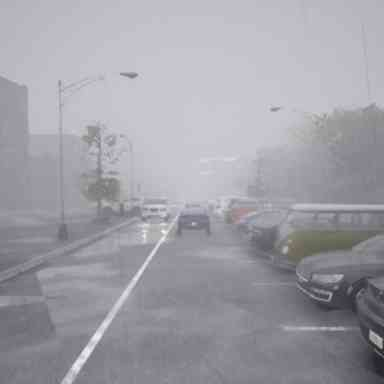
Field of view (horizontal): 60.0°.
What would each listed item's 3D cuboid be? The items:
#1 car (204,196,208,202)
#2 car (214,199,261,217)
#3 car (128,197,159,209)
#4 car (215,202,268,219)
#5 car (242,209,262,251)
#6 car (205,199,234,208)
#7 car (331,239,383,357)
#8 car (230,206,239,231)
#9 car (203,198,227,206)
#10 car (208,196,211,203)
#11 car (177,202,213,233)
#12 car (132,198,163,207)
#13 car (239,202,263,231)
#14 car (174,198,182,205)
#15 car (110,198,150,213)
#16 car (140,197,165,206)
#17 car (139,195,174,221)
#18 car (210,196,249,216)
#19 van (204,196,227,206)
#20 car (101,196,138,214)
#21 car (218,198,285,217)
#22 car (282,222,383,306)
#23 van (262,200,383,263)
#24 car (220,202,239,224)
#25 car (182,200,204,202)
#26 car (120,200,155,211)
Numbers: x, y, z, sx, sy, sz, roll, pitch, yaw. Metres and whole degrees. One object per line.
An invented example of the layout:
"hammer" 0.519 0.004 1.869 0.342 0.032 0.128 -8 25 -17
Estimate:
"car" 4.632 1.600 48.729 5.566 2.045 2.435 0 0 0
"car" 4.689 1.620 34.760 4.553 1.767 2.185 0 0 0
"car" -7.700 1.762 53.297 4.553 1.767 2.185 0 0 0
"car" 4.686 1.754 31.965 4.792 1.488 2.163 0 0 0
"car" 4.647 1.576 12.536 5.008 1.535 2.097 0 0 0
"car" 4.656 1.917 57.232 4.892 1.521 2.231 0 0 0
"car" 4.645 1.513 4.030 4.892 1.521 2.231 0 0 0
"car" 4.651 1.658 17.997 4.674 1.452 2.002 0 0 0
"car" 4.658 1.969 68.295 4.892 1.521 2.231 0 1 0
"car" 4.691 1.684 43.266 4.553 1.767 2.185 0 0 0
"car" 0.104 1.638 20.878 1.882 1.535 5.008 0 0 0
"car" -7.852 1.929 59.172 5.366 1.575 1.946 0 0 0
"car" 4.684 1.471 15.206 4.553 1.767 2.185 0 0 0
"car" -2.985 1.982 71.441 1.812 1.442 4.674 0 1 0
"car" -7.640 1.671 41.419 4.553 1.767 2.185 0 0 0
"car" -7.635 1.846 65.054 4.553 1.767 2.185 0 0 0
"car" -3.090 1.449 29.680 2.150 2.045 5.566 0 0 0
"car" 4.684 1.452 29.175 5.566 2.045 2.435 0 0 0
"van" 4.547 1.748 65.487 4.442 1.987 1.878 0 0 0
"car" -7.700 1.524 38.607 5.566 2.045 2.435 0 0 0
"car" 4.624 1.556 26.379 4.553 1.767 2.185 0 0 0
"car" 4.657 1.534 6.824 4.892 1.521 2.231 0 0 0
"van" 4.535 1.328 9.619 4.442 1.987 1.878 0 0 0
"car" 4.683 1.690 23.587 4.792 1.488 2.163 0 0 0
"car" 0.107 1.767 37.929 1.882 1.535 5.008 0 0 0
"car" -7.667 1.882 47.419 4.674 1.452 2.002 0 0 0
